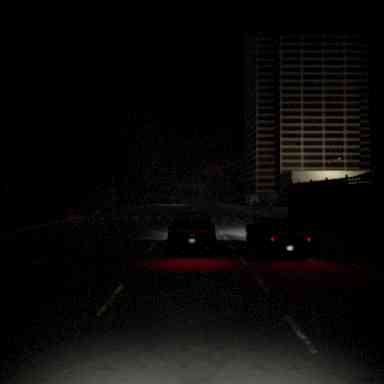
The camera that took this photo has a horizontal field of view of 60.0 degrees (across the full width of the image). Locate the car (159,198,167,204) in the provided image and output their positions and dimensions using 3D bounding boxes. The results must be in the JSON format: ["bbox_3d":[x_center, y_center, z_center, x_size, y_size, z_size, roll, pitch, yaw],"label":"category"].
[{"bbox_3d":[-6.992,2.285,81.139,2.033,1.411,5.357,0,-1,0],"label":"car"}]

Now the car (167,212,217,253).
[{"bbox_3d":[0.006,1.613,14.473,1.882,1.535,5.008,0,0,0],"label":"car"}]

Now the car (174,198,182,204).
[{"bbox_3d":[-3.492,2.245,81.112,1.837,1.490,4.892,0,-1,0],"label":"car"}]

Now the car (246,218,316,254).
[{"bbox_3d":[3.503,1.732,14.105,1.895,1.301,4.718,0,0,0],"label":"car"}]
